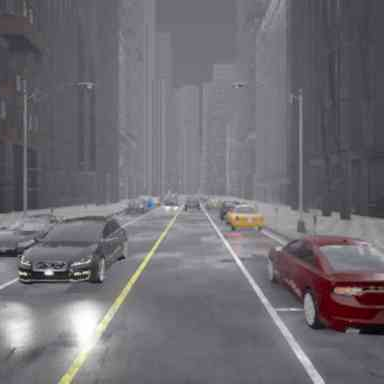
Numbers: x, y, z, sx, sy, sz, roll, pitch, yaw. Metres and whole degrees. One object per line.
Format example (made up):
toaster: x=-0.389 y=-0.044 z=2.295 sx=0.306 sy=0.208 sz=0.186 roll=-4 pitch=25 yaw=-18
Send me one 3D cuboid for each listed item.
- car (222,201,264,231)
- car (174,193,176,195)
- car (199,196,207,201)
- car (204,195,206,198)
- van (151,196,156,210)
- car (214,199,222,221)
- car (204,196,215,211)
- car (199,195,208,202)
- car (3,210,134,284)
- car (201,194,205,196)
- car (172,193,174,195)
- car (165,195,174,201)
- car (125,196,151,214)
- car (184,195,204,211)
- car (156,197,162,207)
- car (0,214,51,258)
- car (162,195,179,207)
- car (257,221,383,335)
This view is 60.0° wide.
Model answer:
car: x=3.154 y=1.453 z=20.659 sx=1.801 sy=1.575 sz=5.366 roll=0 pitch=0 yaw=0
car: x=-5.749 y=1.335 z=79.678 sx=2.192 sy=1.841 sz=5.009 roll=0 pitch=0 yaw=0
car: x=2.777 y=1.608 z=85.290 sx=1.802 sy=1.307 sz=4.206 roll=0 pitch=0 yaw=0
car: x=2.770 y=1.519 z=46.197 sx=1.752 sy=1.417 sz=4.829 roll=0 pitch=0 yaw=0
van: x=-5.755 y=1.334 z=40.412 sx=1.690 sy=1.788 sz=3.998 roll=0 pitch=0 yaw=0
car: x=3.150 y=1.499 z=27.469 sx=1.837 sy=1.490 sz=4.892 roll=0 pitch=0 yaw=0
car: x=2.770 y=1.519 z=40.588 sx=1.752 sy=1.417 sz=4.829 roll=0 pitch=0 yaw=0
car: x=2.776 y=1.461 z=79.682 sx=1.967 sy=1.590 sz=4.097 roll=0 pitch=0 yaw=0
car: x=-3.098 y=1.502 z=9.626 sx=1.837 sy=1.490 sz=4.892 roll=0 pitch=0 yaw=0
car: x=2.774 y=1.562 z=68.463 sx=2.008 sy=1.369 sz=4.403 roll=0 pitch=0 yaw=0
car: x=-5.750 y=1.455 z=74.069 sx=1.967 sy=1.590 sz=4.097 roll=0 pitch=0 yaw=0
car: x=-5.748 y=1.576 z=85.287 sx=2.008 sy=1.369 sz=4.403 roll=0 pitch=0 yaw=0
car: x=-5.756 y=1.434 z=34.803 sx=1.967 sy=1.590 sz=4.097 roll=0 pitch=0 yaw=0
car: x=0.053 y=1.485 z=41.573 sx=2.128 sy=1.511 sz=4.902 roll=0 pitch=0 yaw=0
car: x=-5.754 y=1.521 z=51.460 sx=1.752 sy=1.417 sz=4.829 roll=0 pitch=0 yaw=0
car: x=-5.760 y=1.548 z=12.364 sx=2.008 sy=1.369 sz=4.403 roll=0 pitch=0 yaw=0
car: x=-3.063 y=1.560 z=51.157 sx=1.994 sy=1.385 sz=4.181 roll=0 pitch=0 yaw=0
car: x=2.764 y=1.543 z=6.763 sx=1.887 sy=1.381 sz=4.507 roll=0 pitch=0 yaw=0
